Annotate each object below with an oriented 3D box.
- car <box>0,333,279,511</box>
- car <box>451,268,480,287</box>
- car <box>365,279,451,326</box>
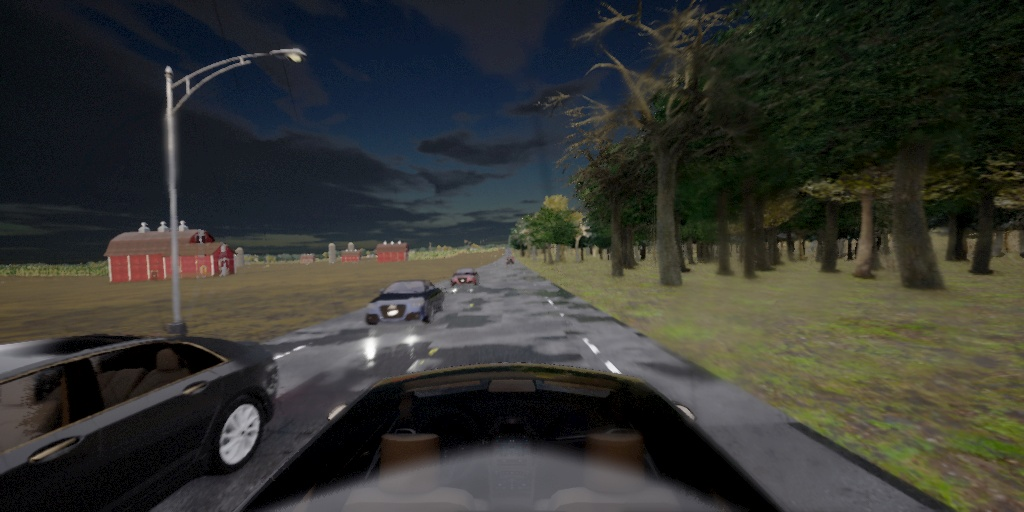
[{"bbox_3d":[-3.591,1.405,2.181,1.837,1.490,4.892,-2,-1,-1],"label":"car"},{"bbox_3d":[-3.693,1.647,28.721,1.994,1.385,4.181,-2,0,0],"label":"car"},{"bbox_3d":[-3.655,1.552,12.894,1.994,1.385,4.181,-2,0,-1],"label":"car"}]
